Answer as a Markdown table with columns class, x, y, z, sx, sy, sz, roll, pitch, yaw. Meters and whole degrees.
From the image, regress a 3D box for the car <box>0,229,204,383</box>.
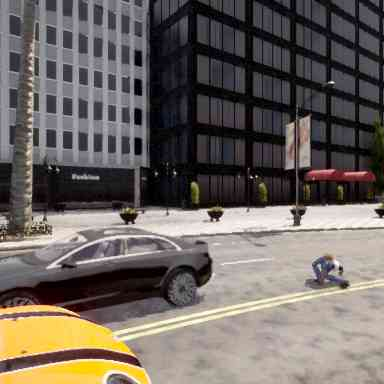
| class | x | y | z | sx | sy | sz | roll | pitch | yaw |
| --- | --- | --- | --- | --- | --- | --- | --- | --- | --- |
| car | -2.420 | 1.351 | 1.874 | 4.553 | 1.767 | 2.097 | 0 | 0 | -32 |

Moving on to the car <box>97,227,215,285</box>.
| class | x | y | z | sx | sy | sz | roll | pitch | yaw |
| --- | --- | --- | --- | --- | --- | --- | --- | --- | --- |
| car | -1.852 | 1.491 | 6.543 | 4.902 | 1.511 | 2.128 | 0 | 0 | -31 |
